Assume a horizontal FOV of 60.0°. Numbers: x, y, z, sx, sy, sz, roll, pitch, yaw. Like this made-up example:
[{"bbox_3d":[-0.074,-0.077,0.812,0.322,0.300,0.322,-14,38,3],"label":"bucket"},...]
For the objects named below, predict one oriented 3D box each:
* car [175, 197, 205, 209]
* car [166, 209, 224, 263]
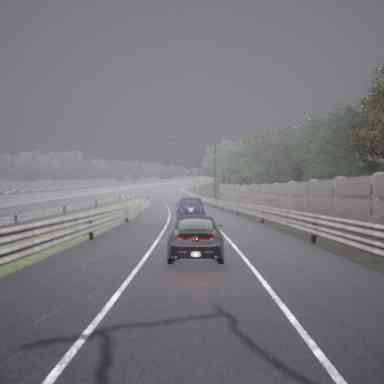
[{"bbox_3d":[-0.154,1.407,26.236,2.150,2.045,5.566,0,0,-2],"label":"car"},{"bbox_3d":[0.117,1.594,12.251,1.837,1.490,4.892,0,0,0],"label":"car"}]
